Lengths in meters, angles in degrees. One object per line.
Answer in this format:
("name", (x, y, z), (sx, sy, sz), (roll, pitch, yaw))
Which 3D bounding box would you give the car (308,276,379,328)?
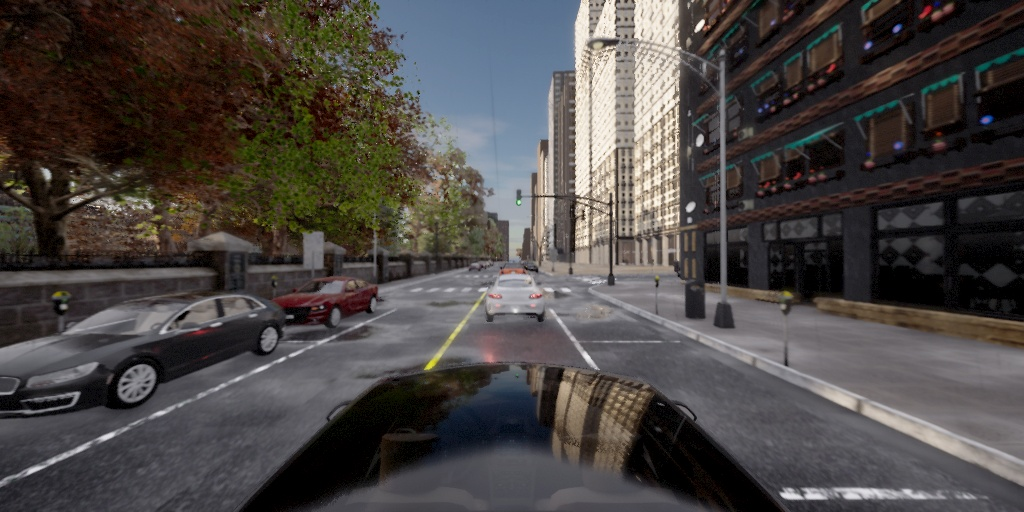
("car", (-5.820, 1.358, 11.617), (1.888, 1.381, 4.507), (0, 0, 0))

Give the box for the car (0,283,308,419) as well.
("car", (-5.769, 1.328, 6.077), (2.007, 1.370, 4.403), (0, 0, 0))

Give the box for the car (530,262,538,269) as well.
("car", (2.692, 1.634, 49.534), (1.948, 1.339, 4.313), (0, 0, 0))

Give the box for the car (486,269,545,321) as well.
("car", (0.100, 1.344, 12.643), (1.812, 1.442, 4.674), (0, 0, 0))

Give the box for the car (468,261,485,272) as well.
("car", (-5.687, 1.690, 55.167), (1.802, 1.307, 4.207), (0, 0, 0))

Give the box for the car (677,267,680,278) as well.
("car", (14.686, 1.186, 26.952), (4.313, 1.339, 1.948), (0, 0, 0))

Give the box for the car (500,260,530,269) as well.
("car", (0.102, 1.276, 28.772), (2.097, 1.767, 4.553), (0, 0, 0))
